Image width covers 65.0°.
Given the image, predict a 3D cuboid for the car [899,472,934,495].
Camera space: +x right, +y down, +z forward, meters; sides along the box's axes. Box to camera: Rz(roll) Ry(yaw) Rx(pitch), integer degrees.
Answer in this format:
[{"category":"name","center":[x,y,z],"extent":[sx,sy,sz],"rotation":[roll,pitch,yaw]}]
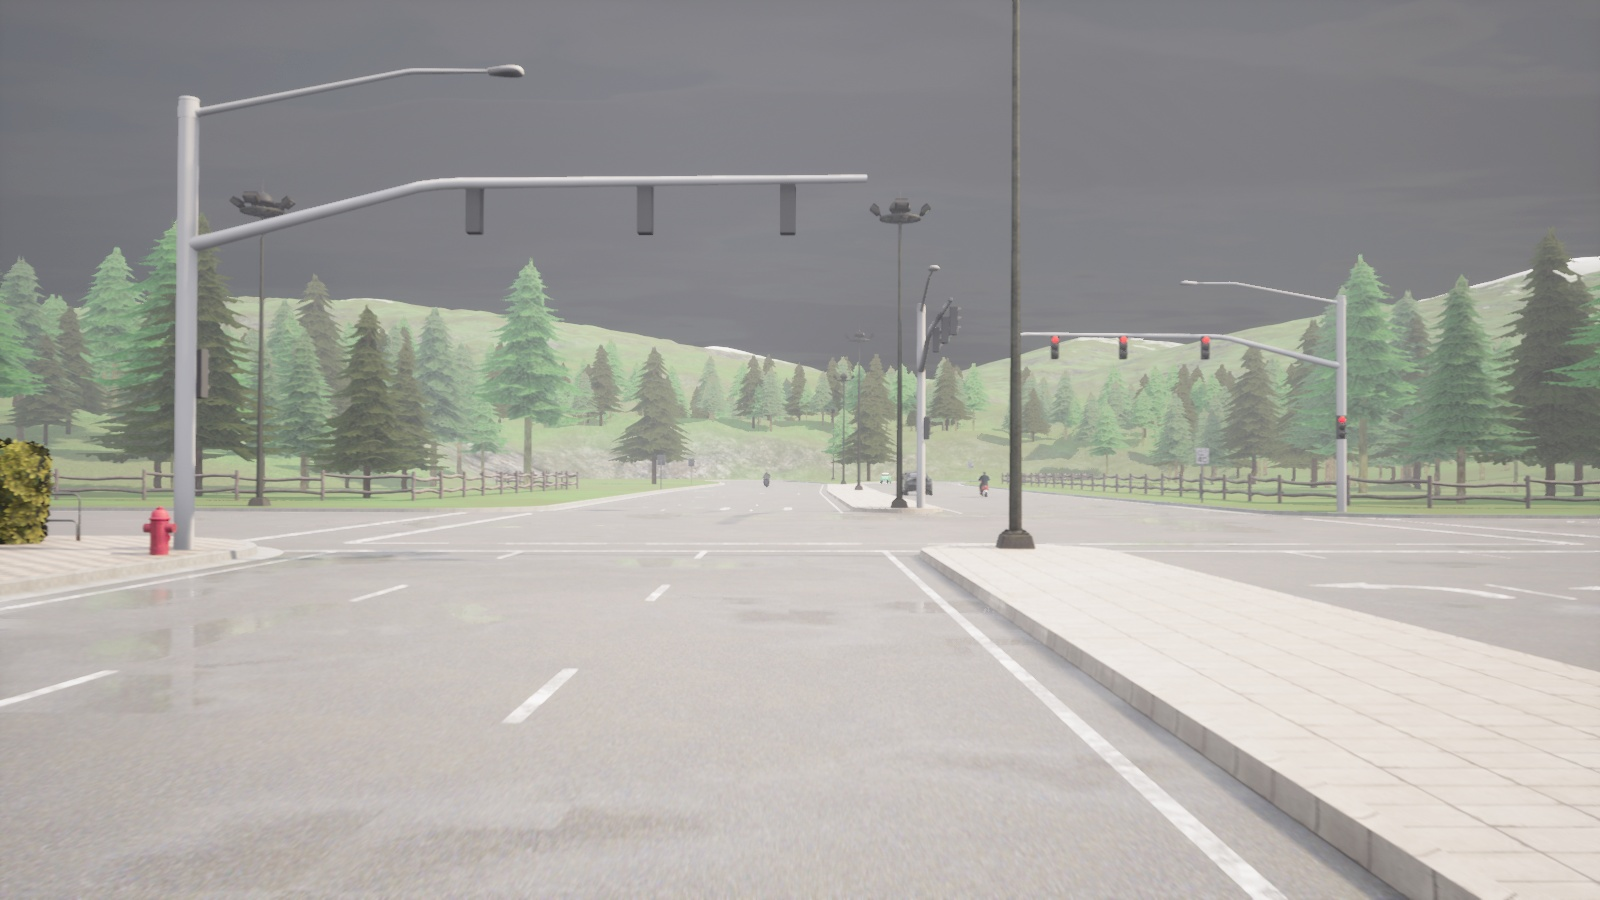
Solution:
[{"category":"car","center":[7.721,2.189,83.650],"extent":[1.837,1.490,4.892],"rotation":[0,-1,0]}]
